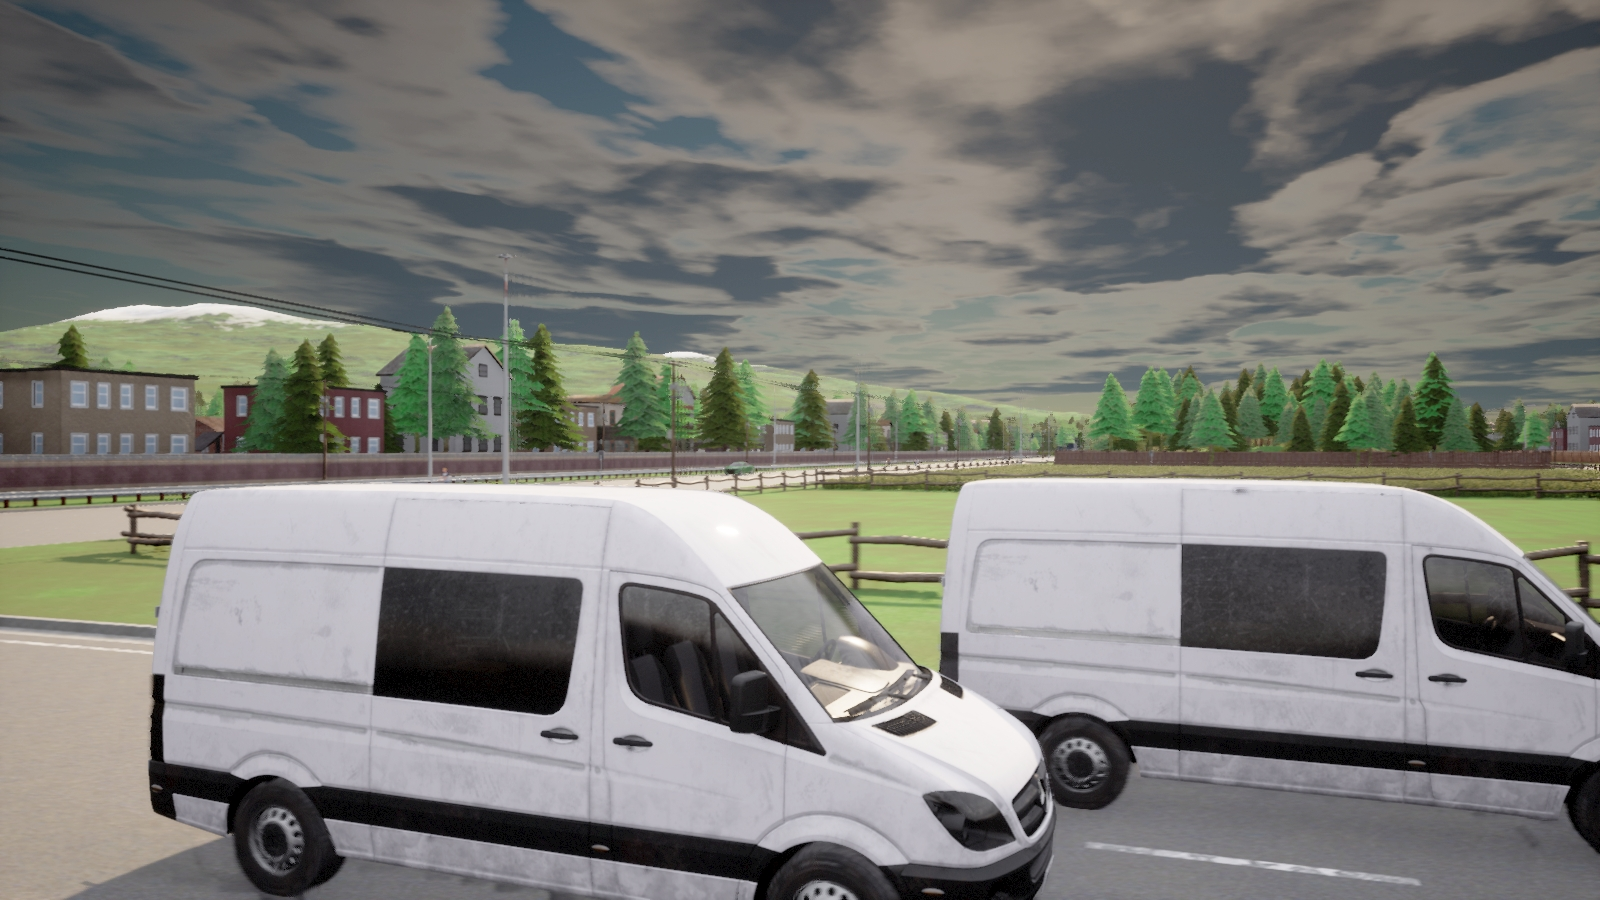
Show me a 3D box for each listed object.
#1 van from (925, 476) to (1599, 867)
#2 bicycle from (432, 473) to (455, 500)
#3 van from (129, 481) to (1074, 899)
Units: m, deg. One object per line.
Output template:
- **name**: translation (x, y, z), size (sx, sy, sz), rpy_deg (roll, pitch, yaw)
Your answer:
- **van**: translation (4.136, 1.535, 9.237), size (5.915, 2.561, 1.988), rpy_deg (0, 0, 20)
- **bicycle**: translation (-20.180, 2.059, 64.685), size (0.373, 1.496, 1.643), rpy_deg (0, 0, 20)
- **van**: translation (-1.338, 1.535, 7.506), size (5.915, 2.561, 1.988), rpy_deg (0, 0, 20)
